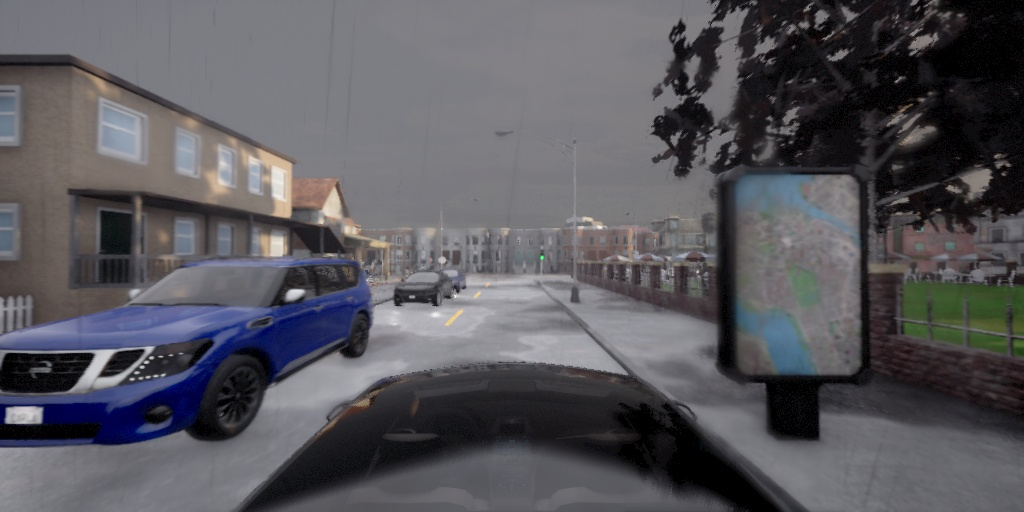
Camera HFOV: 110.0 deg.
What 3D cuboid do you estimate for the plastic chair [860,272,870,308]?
[{"bbox_3d":[16.023,1.472,15.837,0.750,1.272,0.730,0,0,-40],"label":"plastic chair"}]

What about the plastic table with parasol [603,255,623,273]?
[{"bbox_3d":[9.678,1.132,33.243,2.482,2.480,2.482,0,0,-40],"label":"plastic table with parasol"}]

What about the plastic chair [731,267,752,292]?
[{"bbox_3d":[15.422,1.574,24.067,0.750,1.272,0.730,0,0,-40],"label":"plastic chair"}]

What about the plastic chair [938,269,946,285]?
[{"bbox_3d":[32.794,1.653,26.937,0.750,1.272,0.730,0,0,-40],"label":"plastic chair"}]

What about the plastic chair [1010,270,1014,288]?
[{"bbox_3d":[34.272,1.627,24.908,0.750,1.272,0.730,0,0,-40],"label":"plastic chair"}]

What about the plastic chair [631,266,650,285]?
[{"bbox_3d":[9.705,1.628,27.112,0.730,1.272,0.750,0,0,-35],"label":"plastic chair"}]

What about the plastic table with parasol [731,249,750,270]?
[{"bbox_3d":[14.666,0.965,25.049,2.482,2.480,2.482,0,0,-42],"label":"plastic table with parasol"}]

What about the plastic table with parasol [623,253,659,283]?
[{"bbox_3d":[10.679,1.035,28.014,2.482,2.480,2.482,0,0,-40],"label":"plastic table with parasol"}]

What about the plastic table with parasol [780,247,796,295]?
[{"bbox_3d":[17.935,0.865,21.256,2.482,2.480,2.482,0,0,-39],"label":"plastic table with parasol"}]

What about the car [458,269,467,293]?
[{"bbox_3d":[-4.057,1.548,23.245,1.812,1.442,4.674,0,-1,0],"label":"car"}]

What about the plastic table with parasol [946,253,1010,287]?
[{"bbox_3d":[33.539,1.036,25.907,2.482,2.480,2.482,0,0,-40],"label":"plastic table with parasol"}]

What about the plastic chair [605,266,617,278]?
[{"bbox_3d":[8.705,1.725,32.341,0.730,1.272,0.750,0,0,-35],"label":"plastic chair"}]

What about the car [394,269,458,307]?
[{"bbox_3d":[-4.011,1.421,16.946,1.882,1.535,5.008,0,-1,0],"label":"car"}]

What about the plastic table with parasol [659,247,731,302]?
[{"bbox_3d":[9.970,0.908,19.573,2.482,2.480,2.482,0,0,-40],"label":"plastic table with parasol"}]

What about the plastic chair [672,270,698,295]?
[{"bbox_3d":[8.996,1.529,18.672,0.730,1.272,0.750,0,0,-35],"label":"plastic chair"}]

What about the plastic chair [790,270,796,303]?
[{"bbox_3d":[14.546,1.495,17.866,0.750,1.272,0.730,0,0,-40],"label":"plastic chair"}]

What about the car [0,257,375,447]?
[{"bbox_3d":[-4.106,1.024,5.773,2.150,2.045,5.566,0,-1,0],"label":"car"}]

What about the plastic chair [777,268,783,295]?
[{"bbox_3d":[17.186,1.552,22.263,0.750,1.272,0.730,0,0,-41],"label":"plastic chair"}]

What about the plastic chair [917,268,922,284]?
[{"bbox_3d":[29.541,1.576,26.516,0.750,1.272,0.730,0,0,-44],"label":"plastic chair"}]

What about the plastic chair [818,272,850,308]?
[{"bbox_3d":[14.317,1.483,15.933,0.730,1.272,0.750,0,0,-35],"label":"plastic chair"}]

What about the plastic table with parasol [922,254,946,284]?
[{"bbox_3d":[36.178,1.084,29.737,2.482,2.480,2.482,0,0,-40],"label":"plastic table with parasol"}]

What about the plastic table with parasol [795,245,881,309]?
[{"bbox_3d":[15.290,0.883,16.835,2.482,2.480,2.482,0,0,-40],"label":"plastic table with parasol"}]

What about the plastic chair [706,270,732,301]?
[{"bbox_3d":[10.703,1.522,18.576,0.750,1.272,0.730,0,0,-40],"label":"plastic chair"}]

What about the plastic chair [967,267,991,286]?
[{"bbox_3d":[32.566,1.629,25.005,0.730,1.272,0.750,0,0,-35],"label":"plastic chair"}]

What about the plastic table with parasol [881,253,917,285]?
[{"bbox_3d":[28.720,0.994,27.360,2.482,2.480,2.482,0,0,-38],"label":"plastic table with parasol"}]
